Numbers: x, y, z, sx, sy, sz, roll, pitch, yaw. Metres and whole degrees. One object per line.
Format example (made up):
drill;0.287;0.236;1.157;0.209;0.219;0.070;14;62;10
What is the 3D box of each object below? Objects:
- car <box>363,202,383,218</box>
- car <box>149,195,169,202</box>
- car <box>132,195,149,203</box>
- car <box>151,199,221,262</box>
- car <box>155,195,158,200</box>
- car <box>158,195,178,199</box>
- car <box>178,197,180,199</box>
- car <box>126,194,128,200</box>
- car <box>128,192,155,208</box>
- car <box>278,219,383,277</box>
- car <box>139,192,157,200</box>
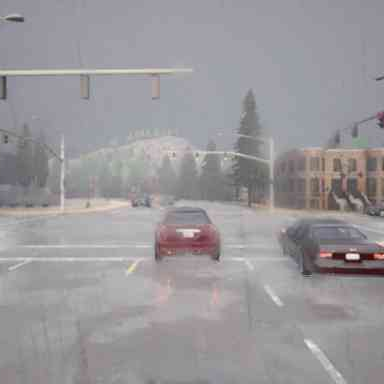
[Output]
car;17.289;1.434;28.427;4.892;1.490;1.837;0;0;0
car;-7.417;1.350;74.614;2.033;1.411;5.357;0;0;-35
car;-10.114;1.329;64.969;2.128;1.511;4.902;0;0;-22
car;-0.311;1.320;12.236;2.097;1.767;4.553;0;0;-5
car;-5.877;1.318;63.431;1.882;1.535;5.008;0;0;-19
car;-3.351;1.387;46.668;1.837;1.490;4.892;0;0;-2
car;-4.759;1.346;76.952;2.033;1.411;5.357;0;0;-35
car;-14.154;0.910;82.775;5.566;2.045;2.150;0;0;43
car;-6.785;1.107;45.417;2.150;2.045;5.566;0;0;-1
car;3.935;1.522;10.132;2.033;1.411;5.357;0;0;6
car;-11.314;0.992;84.902;4.553;1.767;2.097;0;0;43
